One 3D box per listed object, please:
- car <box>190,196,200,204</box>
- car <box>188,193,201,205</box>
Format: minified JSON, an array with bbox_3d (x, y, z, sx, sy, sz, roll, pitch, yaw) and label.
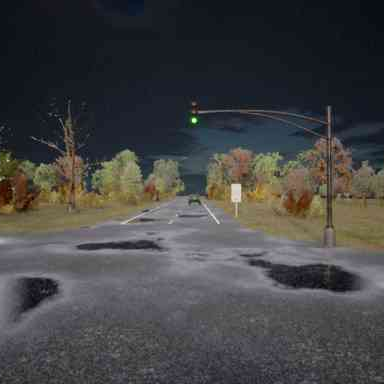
[{"bbox_3d":[0.555,1.616,69.623,2.033,1.411,5.357,0,0,0],"label":"car"},{"bbox_3d":[0.473,1.271,59.234,2.150,2.045,5.566,0,0,0],"label":"car"}]
